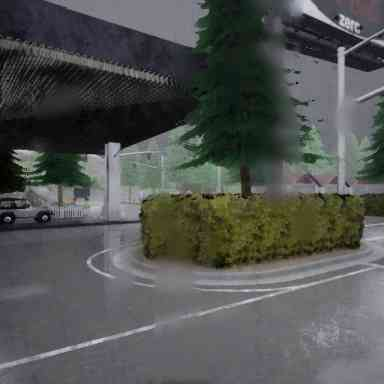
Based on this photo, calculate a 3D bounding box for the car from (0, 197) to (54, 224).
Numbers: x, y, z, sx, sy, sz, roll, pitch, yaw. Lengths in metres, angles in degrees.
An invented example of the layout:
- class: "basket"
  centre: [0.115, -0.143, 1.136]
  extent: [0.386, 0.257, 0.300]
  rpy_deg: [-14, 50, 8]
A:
- class: "car"
  centre: [-11.964, 1.313, 23.481]
  extent: [3.866, 1.878, 1.905]
  rpy_deg: [0, 0, -36]
